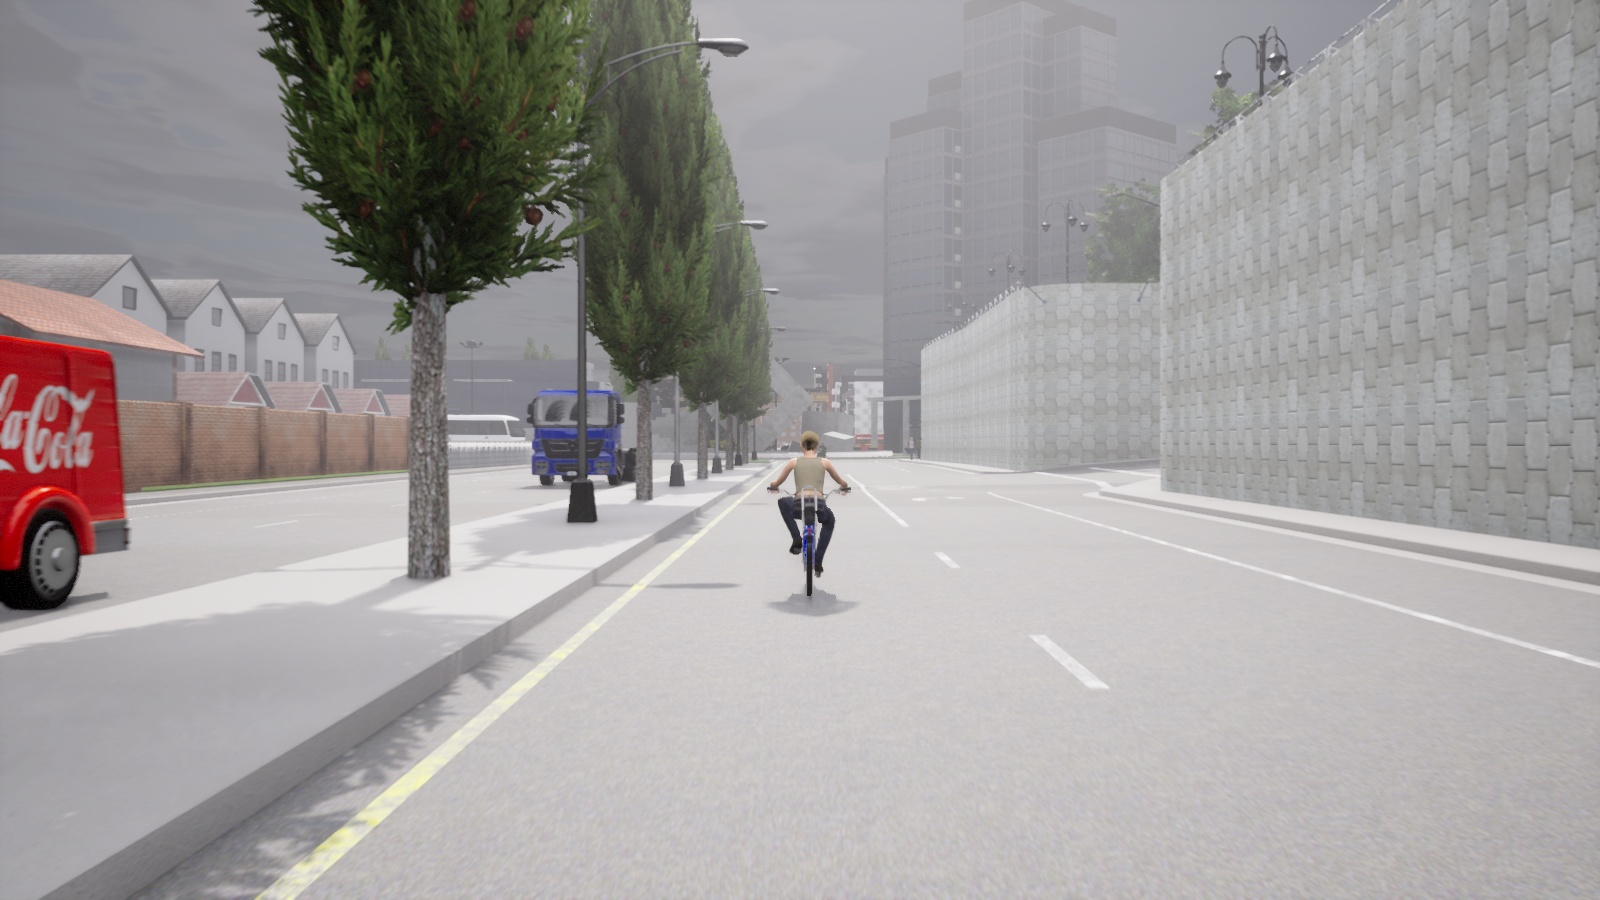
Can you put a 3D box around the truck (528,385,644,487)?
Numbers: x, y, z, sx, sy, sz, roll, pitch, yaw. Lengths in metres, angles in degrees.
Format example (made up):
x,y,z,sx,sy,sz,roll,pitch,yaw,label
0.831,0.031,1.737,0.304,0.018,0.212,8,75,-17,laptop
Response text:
x,y,z,sx,sy,sz,roll,pitch,yaw,label
-7.720,-0.503,46.456,2.891,3.462,7.936,0,0,0,truck

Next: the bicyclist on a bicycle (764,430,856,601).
x,y,z,sx,sy,sz,roll,pitch,yaw,label
0.092,0.612,12.595,0.866,1.612,1.509,0,0,0,bicyclist on a bicycle

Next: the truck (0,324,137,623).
x,y,z,sx,sy,sz,roll,pitch,yaw,label
-7.928,0.198,9.909,2.627,2.467,5.204,0,0,0,truck
